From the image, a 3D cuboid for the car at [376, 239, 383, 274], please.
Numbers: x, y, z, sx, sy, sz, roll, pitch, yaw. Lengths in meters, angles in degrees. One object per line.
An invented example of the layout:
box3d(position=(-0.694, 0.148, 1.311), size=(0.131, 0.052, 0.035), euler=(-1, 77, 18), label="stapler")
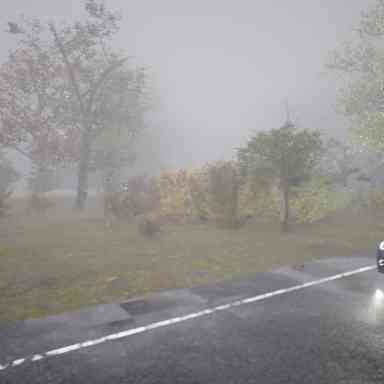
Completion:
box3d(position=(6.951, 1.321, 8.955), size=(4.553, 1.767, 2.097), euler=(0, 0, -36), label="car")
